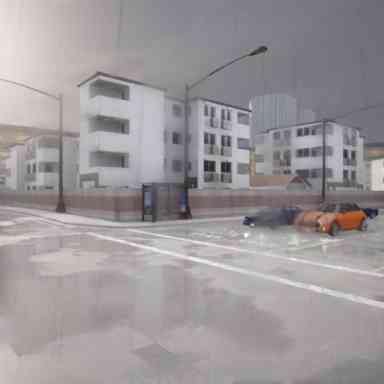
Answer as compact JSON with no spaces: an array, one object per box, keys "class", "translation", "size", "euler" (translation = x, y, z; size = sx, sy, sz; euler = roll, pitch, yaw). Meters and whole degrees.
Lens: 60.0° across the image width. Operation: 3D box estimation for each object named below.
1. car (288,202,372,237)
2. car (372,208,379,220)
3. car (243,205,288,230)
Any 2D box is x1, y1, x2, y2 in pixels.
[{"class":"car","translation":[7.698,1.364,18.385],"size":[4.553,1.767,2.097],"euler":[0,0,-38]},{"class":"car","translation":[13.249,1.634,27.108],"size":[4.718,1.301,1.895],"euler":[0,0,-37]},{"class":"car","translation":[5.658,1.556,21.249],"size":[5.357,1.411,2.033],"euler":[0,0,-38]}]
